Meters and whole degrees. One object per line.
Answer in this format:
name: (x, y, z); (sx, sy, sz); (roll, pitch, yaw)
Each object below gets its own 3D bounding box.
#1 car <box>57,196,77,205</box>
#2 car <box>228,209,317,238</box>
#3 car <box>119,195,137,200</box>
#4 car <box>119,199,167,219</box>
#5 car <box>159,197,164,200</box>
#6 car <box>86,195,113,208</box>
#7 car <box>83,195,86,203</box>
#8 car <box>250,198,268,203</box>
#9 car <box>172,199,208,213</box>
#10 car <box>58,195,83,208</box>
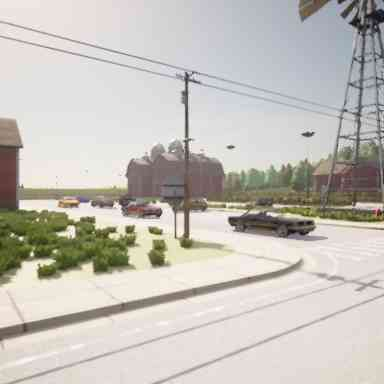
car: (-22.769, 1.534, 60.361); (2.033, 1.411, 5.357); (0, 0, -36)
car: (4.155, 1.590, 17.794); (1.895, 1.301, 4.718); (0, 0, -37)
car: (-8.648, 1.297, 47.971); (3.866, 1.878, 1.905); (0, 0, -36)
car: (-4.435, 1.590, 29.377); (1.895, 1.301, 4.718); (0, 0, -36)
car: (-3.966, 1.284, 64.021); (4.605, 1.855, 1.932); (0, 0, -36)
car: (-12.699, 1.478, 46.760); (2.128, 1.511, 4.902); (0, 0, -37)
car: (-22.938, 1.464, 67.509); (4.611, 1.667, 2.242); (0, 0, -36)
car: (9.450, 1.495, 45.982); (3.905, 1.438, 1.784); (0, 0, -36)
car: (-0.230, 1.489, 37.424); (4.193, 1.474, 1.816); (0, 0, -36)
car: (-17.491, 1.467, 47.139); (1.882, 1.535, 5.008); (0, 0, -36)
